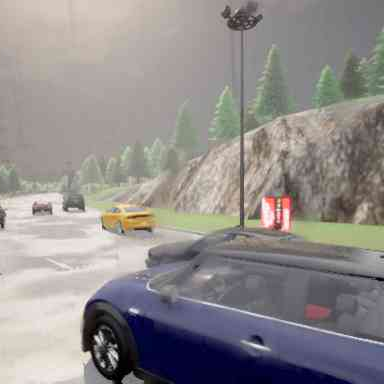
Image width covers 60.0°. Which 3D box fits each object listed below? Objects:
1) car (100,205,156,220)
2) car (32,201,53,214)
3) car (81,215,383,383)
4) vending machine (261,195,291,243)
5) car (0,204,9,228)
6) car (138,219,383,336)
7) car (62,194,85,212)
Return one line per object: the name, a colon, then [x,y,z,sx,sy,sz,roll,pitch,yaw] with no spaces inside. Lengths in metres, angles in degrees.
car: [-3.805,1.477,19.210,1.882,1.535,5.008,0,0,-33]
car: [-16.003,1.601,35.534,1.895,1.301,4.718,0,0,-25]
car: [0.712,1.355,3.915,4.553,1.767,2.097,0,0,38]
vending machine: [3.882,1.195,15.396,1.100,2.100,0.880,0,0,-44]
car: [-13.019,1.492,21.496,2.128,1.511,4.902,0,0,-28]
car: [1.219,1.548,7.766,5.357,1.411,2.033,0,0,43]
car: [-14.280,1.221,40.073,2.150,2.045,5.566,0,0,-25]
